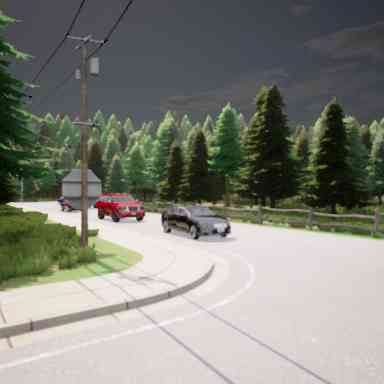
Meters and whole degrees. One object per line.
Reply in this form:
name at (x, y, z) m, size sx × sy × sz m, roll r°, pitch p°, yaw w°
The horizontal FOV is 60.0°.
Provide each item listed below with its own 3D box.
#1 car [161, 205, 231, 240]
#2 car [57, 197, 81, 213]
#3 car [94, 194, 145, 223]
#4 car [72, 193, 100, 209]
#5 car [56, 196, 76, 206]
car at (0.066, 1.444, 17.015) m, size 2.128 × 1.511 × 4.902 m, roll 0°, pitch 0°, yaw -30°
car at (-13.080, 1.561, 36.833) m, size 1.895 × 1.301 × 4.718 m, roll 0°, pitch 0°, yaw -34°
car at (-5.657, 1.173, 25.908) m, size 2.150 × 2.045 × 5.566 m, roll 0°, pitch 0°, yaw -34°
car at (-14.526, 1.176, 45.386) m, size 2.150 × 2.045 × 5.566 m, roll 0°, pitch 0°, yaw -34°
car at (-20.387, 1.432, 53.866) m, size 1.882 × 1.535 × 5.008 m, roll 0°, pitch 0°, yaw -34°
